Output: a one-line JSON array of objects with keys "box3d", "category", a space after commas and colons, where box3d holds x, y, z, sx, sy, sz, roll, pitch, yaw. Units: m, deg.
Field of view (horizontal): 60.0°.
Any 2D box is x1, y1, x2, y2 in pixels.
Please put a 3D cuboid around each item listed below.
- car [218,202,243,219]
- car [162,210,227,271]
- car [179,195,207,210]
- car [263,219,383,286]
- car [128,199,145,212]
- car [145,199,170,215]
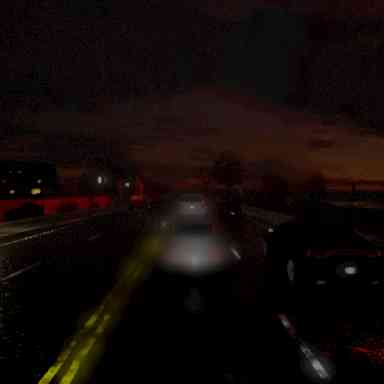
[{"box3d": [3.332, 1.581, 29.331, 1.812, 1.442, 4.674, 0, 0, 0], "category": "car"}, {"box3d": [0.084, 1.543, 10.838, 1.812, 1.442, 4.674, 0, 0, 0], "category": "car"}, {"box3d": [0.082, 1.273, 27.463, 2.150, 2.045, 5.566, 0, 0, 0], "category": "car"}, {"box3d": [3.332, 1.493, 9.461, 1.882, 1.535, 5.008, 0, 0, 0], "category": "car"}, {"box3d": [-6.599, 1.632, 41.344, 2.033, 1.411, 5.357, 0, 0, 0], "category": "car"}, {"box3d": [-3.359, 1.545, 34.603, 1.882, 1.535, 5.008, 0, 0, 0], "category": "car"}]
